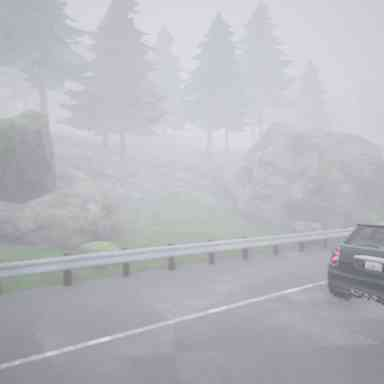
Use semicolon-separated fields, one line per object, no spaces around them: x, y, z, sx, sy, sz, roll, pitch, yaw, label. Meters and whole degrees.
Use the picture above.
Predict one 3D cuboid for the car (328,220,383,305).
5.011;1.351;7.147;4.553;1.767;2.097;0;0;-34;car
